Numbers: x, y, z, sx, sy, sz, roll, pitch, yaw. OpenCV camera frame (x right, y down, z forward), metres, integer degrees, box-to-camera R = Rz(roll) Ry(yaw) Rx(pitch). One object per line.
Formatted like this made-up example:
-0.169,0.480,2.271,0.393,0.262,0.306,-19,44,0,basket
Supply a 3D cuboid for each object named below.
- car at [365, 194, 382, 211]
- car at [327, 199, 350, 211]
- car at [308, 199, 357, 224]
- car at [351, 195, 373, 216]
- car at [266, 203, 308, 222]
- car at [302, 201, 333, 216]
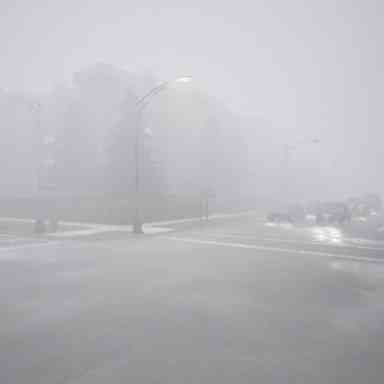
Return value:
22.279,1.285,41.630,2.150,2.045,5.566,-1,0,35,car
19.001,1.623,43.034,1.812,1.442,4.674,-1,0,35,car
10.871,1.551,25.436,2.128,1.511,4.902,-1,0,35,car
16.136,1.413,32.909,2.097,1.767,4.553,-1,0,35,car
7.925,1.641,27.315,2.033,1.411,5.357,-1,0,35,car
13.236,1.659,34.859,1.994,1.385,4.181,-1,0,35,car
